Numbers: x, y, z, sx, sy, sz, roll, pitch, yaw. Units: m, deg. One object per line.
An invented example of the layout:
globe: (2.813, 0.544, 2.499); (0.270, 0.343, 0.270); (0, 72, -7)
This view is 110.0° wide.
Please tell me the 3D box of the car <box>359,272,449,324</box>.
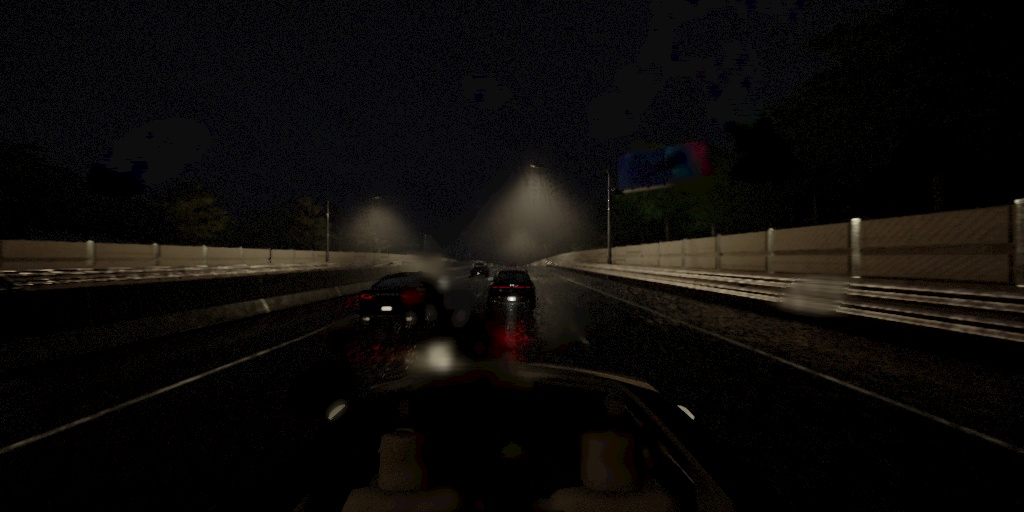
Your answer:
car: (-3.398, 1.290, 12.202); (1.882, 1.535, 5.008); (0, 0, 0)

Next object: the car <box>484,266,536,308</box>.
car: (-0.002, 1.339, 15.611); (1.837, 1.490, 4.892); (0, 0, 0)

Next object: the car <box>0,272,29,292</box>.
car: (-14.078, 1.138, 7.857); (2.097, 1.767, 4.553); (0, 0, 0)

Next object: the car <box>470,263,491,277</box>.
car: (-3.395, 1.484, 38.544); (1.837, 1.490, 4.892); (0, 0, 0)
